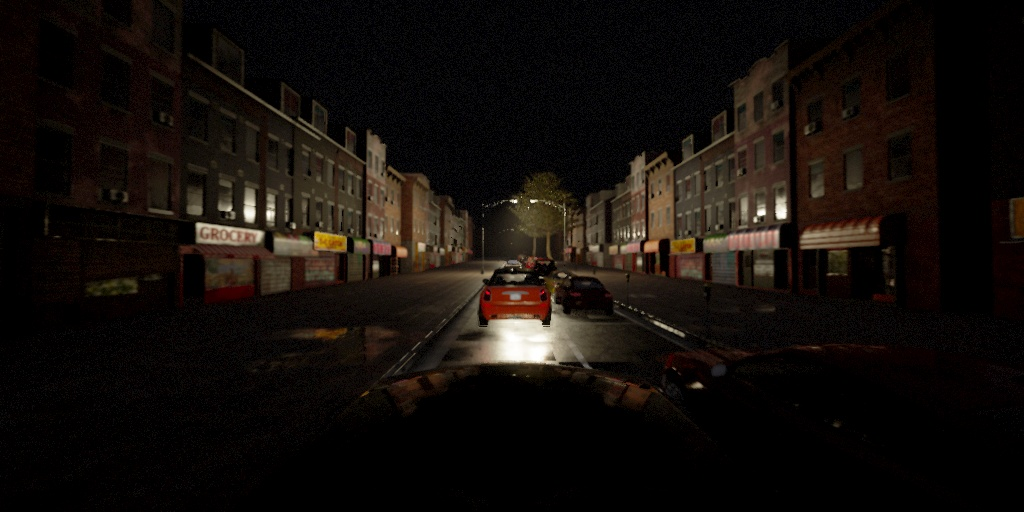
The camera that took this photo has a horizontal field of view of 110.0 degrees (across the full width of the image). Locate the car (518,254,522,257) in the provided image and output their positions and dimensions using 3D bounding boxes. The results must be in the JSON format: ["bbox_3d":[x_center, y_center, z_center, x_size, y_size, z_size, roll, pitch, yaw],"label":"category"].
[{"bbox_3d":[2.596,0.944,58.154,2.192,1.841,5.009,0,0,0],"label":"car"}]

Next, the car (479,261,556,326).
[{"bbox_3d":[0.063,1.166,12.052,2.097,1.767,4.553,0,0,-1],"label":"car"}]

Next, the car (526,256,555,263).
[{"bbox_3d":[2.618,1.140,30.357,2.192,1.841,5.009,0,0,0],"label":"car"}]

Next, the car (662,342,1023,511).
[{"bbox_3d":[2.639,1.303,2.549,1.888,1.381,4.507,0,0,0],"label":"car"}]

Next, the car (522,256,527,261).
[{"bbox_3d":[2.609,1.083,41.480,2.192,1.841,5.009,0,0,0],"label":"car"}]

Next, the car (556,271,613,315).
[{"bbox_3d":[2.630,1.403,13.672,1.802,1.307,4.207,0,0,0],"label":"car"}]

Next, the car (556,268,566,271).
[{"bbox_3d":[2.626,1.360,19.404,1.751,1.417,4.829,0,0,0],"label":"car"}]

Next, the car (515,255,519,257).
[{"bbox_3d":[0.054,1.106,60.984,1.837,1.490,4.892,0,1,0],"label":"car"}]

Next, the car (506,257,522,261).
[{"bbox_3d":[0.068,1.247,42.979,2.128,1.511,4.902,0,0,0],"label":"car"}]
